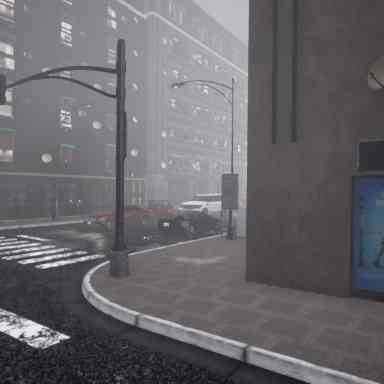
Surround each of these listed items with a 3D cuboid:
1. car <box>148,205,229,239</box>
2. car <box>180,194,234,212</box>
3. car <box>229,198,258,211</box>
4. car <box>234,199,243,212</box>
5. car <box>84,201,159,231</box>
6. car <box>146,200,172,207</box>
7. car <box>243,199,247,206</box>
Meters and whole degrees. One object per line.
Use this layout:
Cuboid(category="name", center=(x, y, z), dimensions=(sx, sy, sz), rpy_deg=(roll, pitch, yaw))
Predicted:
Cuboid(category="car", center=(-0.041, 1.599, 17.708), dimensions=(1.947, 1.339, 4.313), rpy_deg=(1, 1, 35))
Cuboid(category="car", center=(1.187, 1.171, 28.880), dimensions=(2.150, 2.045, 5.566), rpy_deg=(1, 1, 35))
Cuboid(category="car", center=(6.348, 1.483, 40.530), dimensions=(1.802, 1.307, 4.206), rpy_deg=(1, 1, 35))
Cuboid(category="car", center=(3.141, 1.223, 35.954), dimensions=(2.192, 1.841, 5.009), rpy_deg=(1, 1, 35))
Cuboid(category="car", center=(-4.492, 1.487, 20.793), dimensions=(1.812, 1.442, 4.674), rpy_deg=(1, 1, 35))
Cuboid(category="car", center=(-3.280, 1.362, 26.807), dimensions=(1.967, 1.590, 4.097), rpy_deg=(1, 1, 35))
Cuboid(category="car", center=(7.062, 1.289, 37.234), dimensions=(2.097, 1.767, 4.553), rpy_deg=(1, 1, 35))
